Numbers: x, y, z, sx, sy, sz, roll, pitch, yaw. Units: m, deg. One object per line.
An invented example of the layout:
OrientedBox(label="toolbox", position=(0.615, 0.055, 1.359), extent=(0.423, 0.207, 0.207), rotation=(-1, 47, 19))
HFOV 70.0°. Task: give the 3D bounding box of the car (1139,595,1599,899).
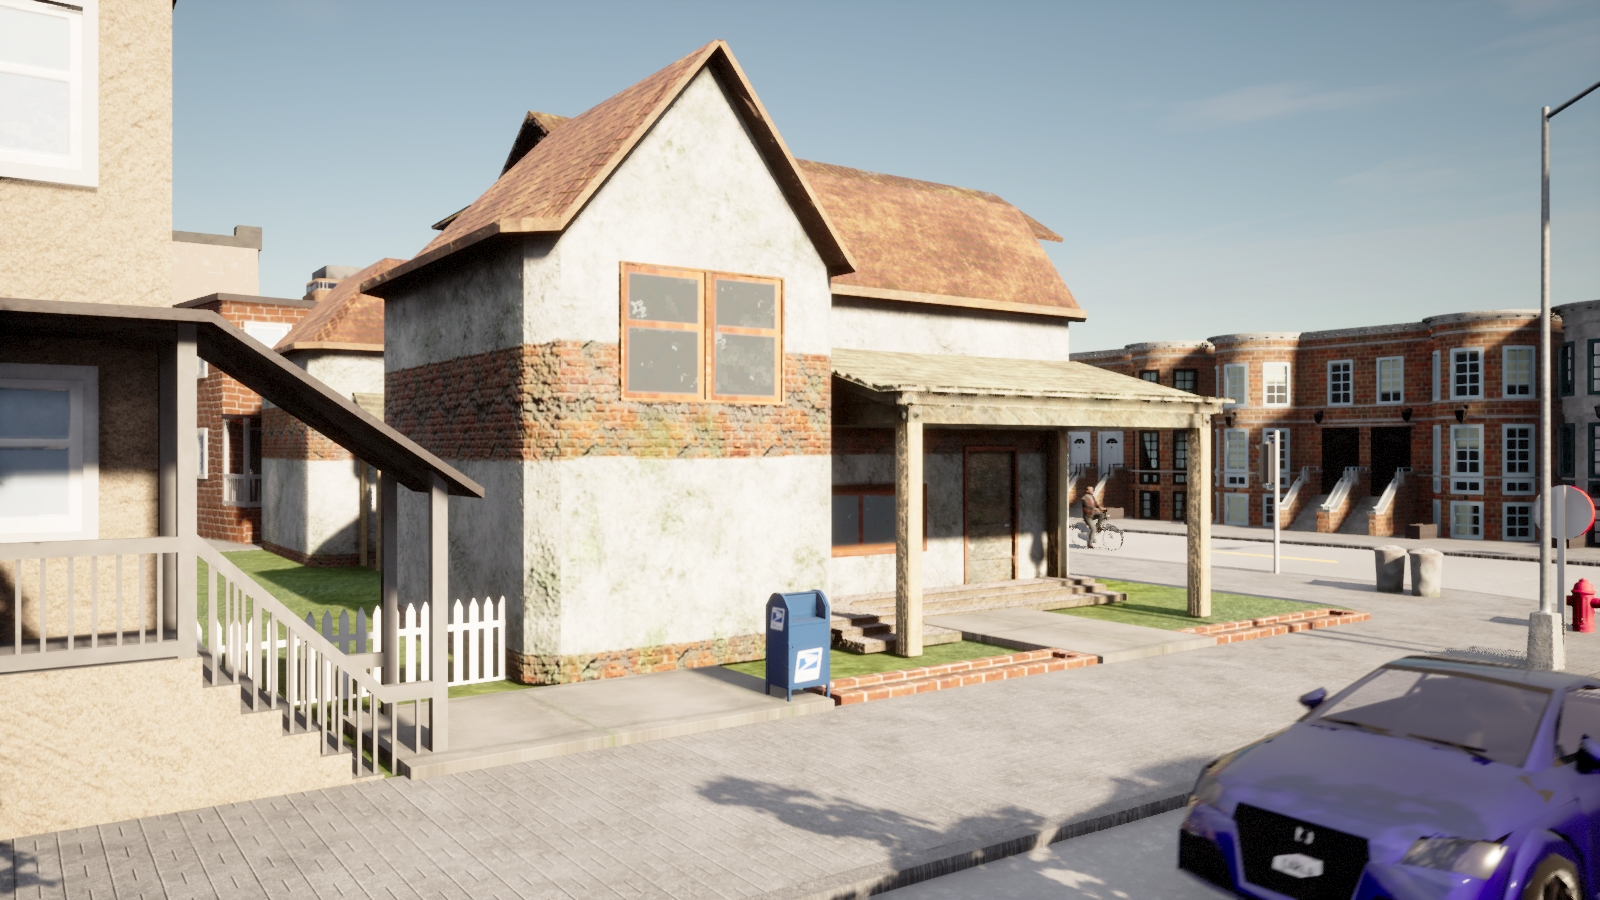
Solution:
OrientedBox(label="car", position=(4.388, 1.895, 7.469), extent=(4.181, 1.385, 1.994), rotation=(0, 0, -35))
